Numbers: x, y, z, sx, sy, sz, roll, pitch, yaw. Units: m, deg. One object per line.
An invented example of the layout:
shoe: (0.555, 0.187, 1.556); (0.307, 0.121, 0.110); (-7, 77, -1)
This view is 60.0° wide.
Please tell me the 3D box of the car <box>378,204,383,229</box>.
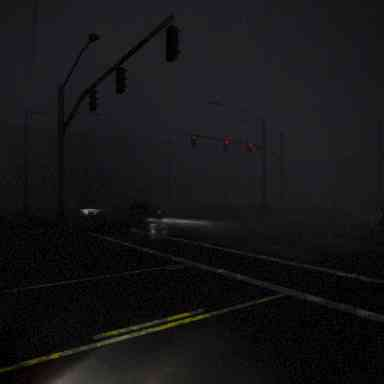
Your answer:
car: (11.812, 1.187, 15.455); (5.566, 2.045, 2.150); (0, 1, 17)

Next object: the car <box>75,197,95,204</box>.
car: (-20.213, 1.608, 62.949); (1.895, 1.301, 4.718); (0, 0, 4)

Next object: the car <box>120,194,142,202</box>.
car: (-13.682, 1.524, 72.536); (1.812, 1.442, 4.674); (0, 0, 30)

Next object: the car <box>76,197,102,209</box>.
car: (-13.963, 1.564, 44.307); (1.994, 1.385, 4.181); (0, 0, -34)

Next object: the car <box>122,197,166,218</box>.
car: (-4.220, 1.490, 30.616); (2.128, 1.511, 4.902); (0, 0, -36)

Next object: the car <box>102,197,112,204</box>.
car: (-16.510, 1.601, 62.708); (1.895, 1.301, 4.718); (0, 0, 3)
